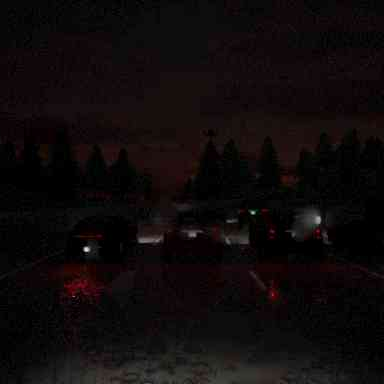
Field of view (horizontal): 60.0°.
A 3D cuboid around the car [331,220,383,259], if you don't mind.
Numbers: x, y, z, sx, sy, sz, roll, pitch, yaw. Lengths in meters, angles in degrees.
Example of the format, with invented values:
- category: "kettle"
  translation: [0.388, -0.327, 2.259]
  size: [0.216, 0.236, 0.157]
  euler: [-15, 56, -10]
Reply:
- category: "car"
  translation: [7.060, 1.749, 13.225]
  size: [1.895, 1.301, 4.718]
  euler: [0, -1, 2]

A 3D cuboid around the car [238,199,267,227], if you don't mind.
- category: "car"
  translation: [4.723, 1.500, 24.820]
  size: [2.150, 2.045, 5.566]
  euler: [0, 0, 14]

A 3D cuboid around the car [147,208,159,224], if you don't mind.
- category: "car"
  translation: [-1.926, 1.900, 26.961]
  size: [1.895, 1.301, 4.718]
  euler: [0, -1, 15]

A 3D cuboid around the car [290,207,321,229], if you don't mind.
- category: "car"
  translation: [8.343, 1.876, 24.737]
  size: [1.895, 1.301, 4.718]
  euler: [0, -1, 15]

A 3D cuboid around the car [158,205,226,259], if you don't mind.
- category: "car"
  translation: [0.077, 1.501, 13.401]
  size: [2.097, 1.767, 4.553]
  euler: [0, -1, 2]

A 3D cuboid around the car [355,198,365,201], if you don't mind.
- category: "car"
  translation: [41.638, 1.999, 77.637]
  size: [5.008, 1.535, 1.882]
  euler: [-1, -1, -5]

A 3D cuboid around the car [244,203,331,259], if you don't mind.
- category: "car"
  translation: [3.576, 1.501, 13.392]
  size: [2.097, 1.767, 4.553]
  euler: [0, -1, 2]

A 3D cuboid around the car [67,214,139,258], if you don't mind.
- category: "car"
  translation: [-3.424, 1.658, 13.477]
  size: [1.837, 1.490, 4.892]
  euler: [0, 0, 2]

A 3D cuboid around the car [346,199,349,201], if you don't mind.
- category: "car"
  translation: [41.703, 2.117, 84.638]
  size: [4.902, 1.511, 2.128]
  euler: [-1, -1, -5]

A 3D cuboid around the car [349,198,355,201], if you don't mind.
- category: "car"
  translation: [41.642, 2.152, 81.134]
  size: [4.718, 1.301, 1.895]
  euler: [-1, -1, -5]
